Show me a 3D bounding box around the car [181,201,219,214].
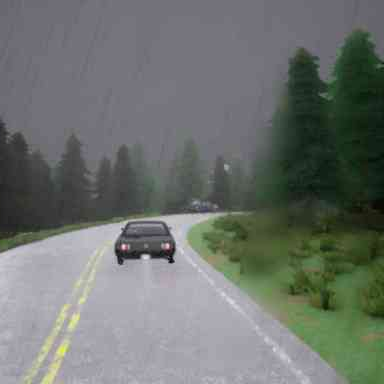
[{"bbox_3d":[0.985,1.749,37.624,2.033,1.411,5.357,-5,-3,37],"label":"car"}]

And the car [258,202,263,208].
[{"bbox_3d":[10.517,1.710,42.253,5.008,1.535,1.882,3,-7,-37],"label":"car"}]

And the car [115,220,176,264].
[{"bbox_3d":[-1.663,1.696,12.331,1.895,1.301,4.718,0,0,-7],"label":"car"}]
